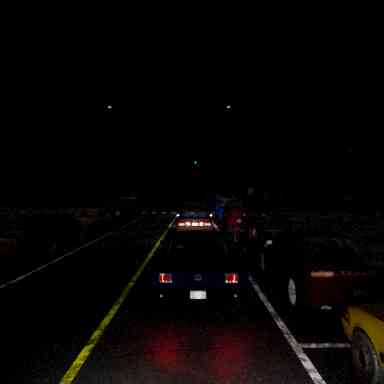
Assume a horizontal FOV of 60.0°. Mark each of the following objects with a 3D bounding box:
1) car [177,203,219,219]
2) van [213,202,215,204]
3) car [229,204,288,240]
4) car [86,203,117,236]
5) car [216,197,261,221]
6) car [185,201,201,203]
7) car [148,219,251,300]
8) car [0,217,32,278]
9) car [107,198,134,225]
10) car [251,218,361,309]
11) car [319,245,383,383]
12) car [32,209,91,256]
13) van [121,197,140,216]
[{"bbox_3d":[0.133,1.549,17.972,2.033,1.411,5.357,0,0,0],"label":"car"},{"bbox_3d":[2.820,1.346,29.454,1.690,1.788,3.998,0,0,0],"label":"van"},{"bbox_3d":[2.786,1.441,13.141,1.967,1.590,4.097,0,0,0],"label":"car"},{"bbox_3d":[-5.728,1.527,18.427,1.752,1.417,4.829,0,0,0],"label":"car"},{"bbox_3d":[2.797,1.317,18.579,2.192,1.841,5.009,0,0,0],"label":"car"},{"bbox_3d":[0.054,1.482,28.014,1.882,1.535,5.008,0,0,0],"label":"car"},{"bbox_3d":[0.117,1.601,8.322,1.895,1.301,4.718,0,0,0],"label":"car"},{"bbox_3d":[-5.750,1.526,7.552,1.752,1.417,4.829,0,0,0],"label":"car"},{"bbox_3d":[-5.717,1.443,24.034,1.967,1.590,4.097,0,0,0],"label":"car"},{"bbox_3d":[2.775,1.545,7.704,1.887,1.381,4.507,0,0,0],"label":"car"},{"bbox_3d":[2.765,1.525,2.436,1.752,1.417,4.829,0,0,0],"label":"car"},{"bbox_3d":[-5.739,1.567,13.159,1.947,1.339,4.313,0,0,0],"label":"car"},{"bbox_3d":[-5.706,1.346,29.472,1.690,1.788,3.998,0,0,0],"label":"van"}]
